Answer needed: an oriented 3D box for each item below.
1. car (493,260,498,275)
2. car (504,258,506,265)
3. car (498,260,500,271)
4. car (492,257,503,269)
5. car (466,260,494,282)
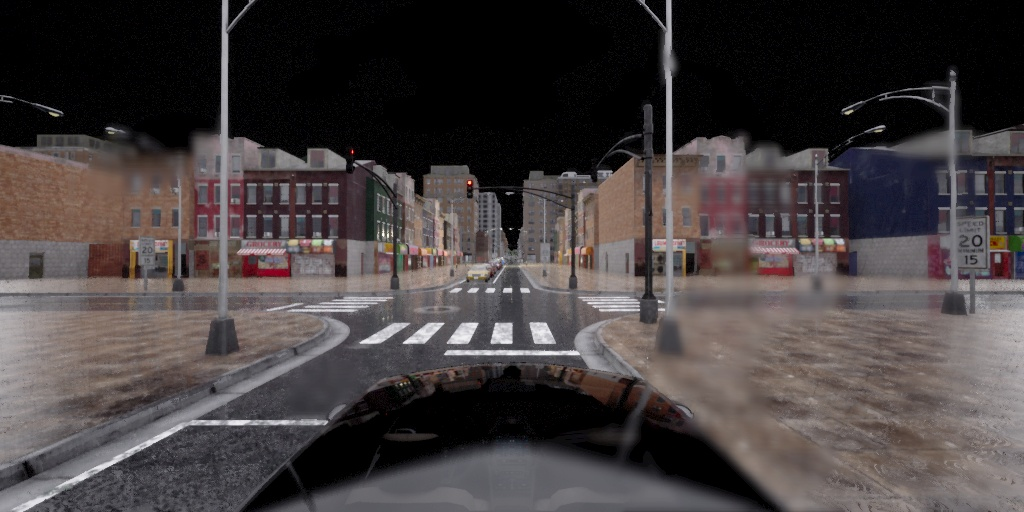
[{"bbox_3d":[-2.638,1.320,34.486,1.888,1.381,4.507,0,0,0],"label":"car"},{"bbox_3d":[-2.641,1.154,62.512,2.192,1.841,5.009,0,0,0],"label":"car"},{"bbox_3d":[-2.639,1.367,40.091,1.802,1.307,4.207,0,0,0],"label":"car"},{"bbox_3d":[-2.640,1.249,51.302,1.967,1.591,4.097,0,0,0],"label":"car"},{"bbox_3d":[-2.638,1.292,28.712,1.751,1.417,4.829,0,0,0],"label":"car"}]
